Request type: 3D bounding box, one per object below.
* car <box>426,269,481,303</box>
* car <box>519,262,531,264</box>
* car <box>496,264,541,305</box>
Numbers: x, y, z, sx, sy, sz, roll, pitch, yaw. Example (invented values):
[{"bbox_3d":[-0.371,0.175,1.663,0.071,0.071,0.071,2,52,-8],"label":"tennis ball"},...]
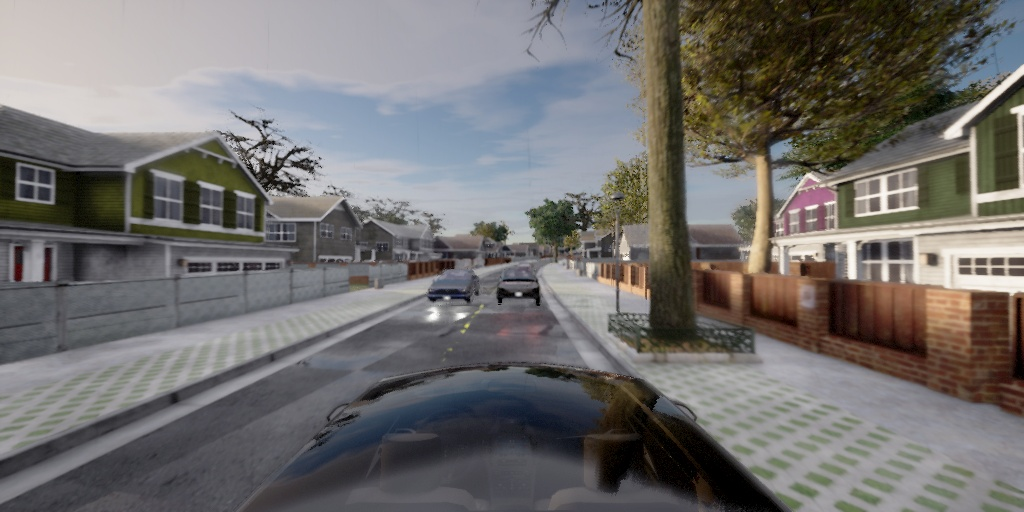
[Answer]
[{"bbox_3d":[-2.609,1.356,17.417,2.033,1.411,5.357,0,0,2],"label":"car"},{"bbox_3d":[1.331,1.378,37.138,1.812,1.442,4.674,0,0,4],"label":"car"},{"bbox_3d":[0.326,1.297,16.517,2.128,1.511,4.902,0,0,2],"label":"car"}]
